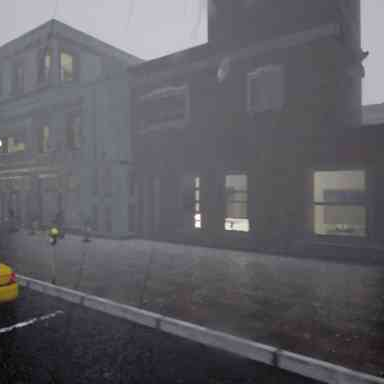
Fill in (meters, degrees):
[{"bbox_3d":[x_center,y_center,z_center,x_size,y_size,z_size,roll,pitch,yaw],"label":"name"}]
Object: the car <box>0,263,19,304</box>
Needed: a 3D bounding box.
[{"bbox_3d":[-5.420,1.510,6.824,4.829,1.417,1.752,0,0,36],"label":"car"}]
